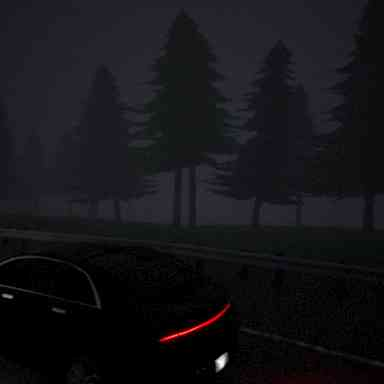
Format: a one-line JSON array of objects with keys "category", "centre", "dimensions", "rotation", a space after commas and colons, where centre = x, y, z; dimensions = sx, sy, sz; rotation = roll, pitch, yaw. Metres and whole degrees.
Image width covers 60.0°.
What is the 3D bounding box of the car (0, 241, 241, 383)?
[{"category": "car", "centre": [-1.719, 1.475, 4.738], "dimensions": [4.892, 1.490, 1.837], "rotation": [0, 0, 33]}]
